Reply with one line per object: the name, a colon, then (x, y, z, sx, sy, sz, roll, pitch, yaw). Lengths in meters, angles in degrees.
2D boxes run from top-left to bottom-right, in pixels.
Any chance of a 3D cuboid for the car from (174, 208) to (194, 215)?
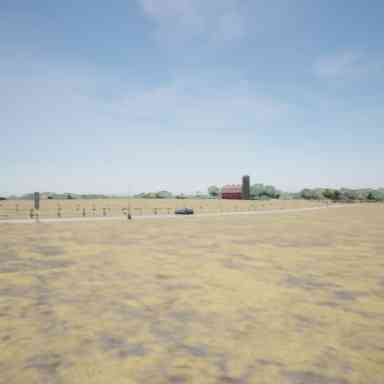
car: (-1.446, 3.543, 60.986, 1.994, 1.385, 4.181, -1, -3, 35)
